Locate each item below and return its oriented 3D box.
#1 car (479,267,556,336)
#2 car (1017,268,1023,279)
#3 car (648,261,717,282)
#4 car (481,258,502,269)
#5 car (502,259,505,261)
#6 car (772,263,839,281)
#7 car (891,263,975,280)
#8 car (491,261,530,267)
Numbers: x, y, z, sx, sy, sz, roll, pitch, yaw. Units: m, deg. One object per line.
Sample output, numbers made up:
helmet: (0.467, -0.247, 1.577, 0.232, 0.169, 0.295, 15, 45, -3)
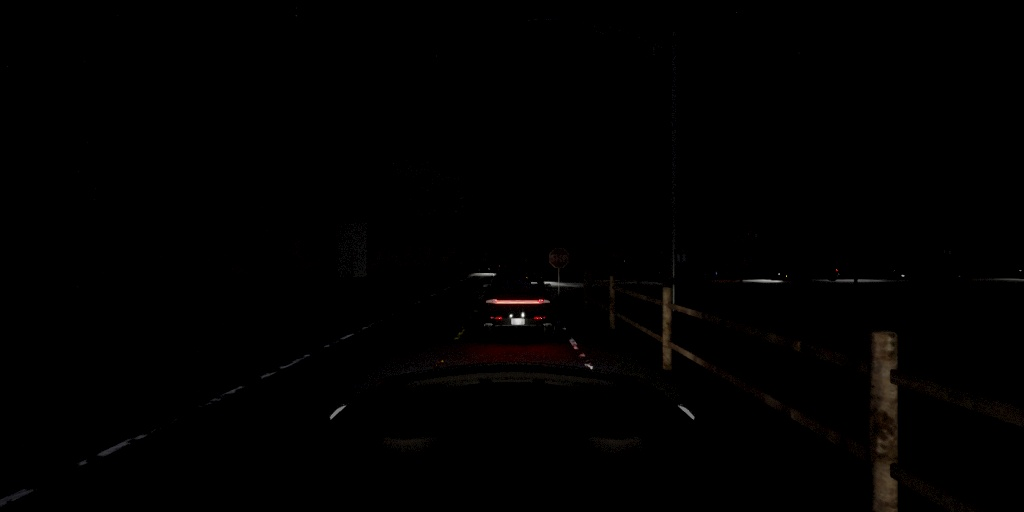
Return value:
car: (0.148, 1.241, 10.377, 2.128, 1.511, 4.902, 0, 0, 0)
car: (42.834, 1.091, 28.114, 4.674, 1.442, 1.812, -1, 0, 0)
car: (13.144, 1.173, 27.793, 5.008, 1.535, 1.882, 0, 0, -2)
car: (-2.590, 1.294, 42.914, 1.994, 1.385, 4.181, 0, 0, 1)
car: (-2.501, 1.214, 55.309, 1.837, 1.490, 4.892, 0, 1, 0)
car: (22.801, 1.219, 27.928, 4.181, 1.385, 1.994, 0, 0, 0)
car: (32.747, 1.213, 28.036, 4.718, 1.301, 1.895, 0, 0, -1)
car: (0.537, 1.308, 29.039, 1.994, 1.385, 4.181, 0, 0, -37)
